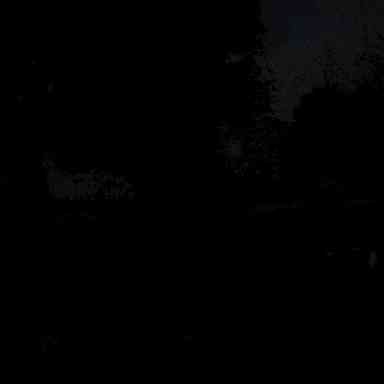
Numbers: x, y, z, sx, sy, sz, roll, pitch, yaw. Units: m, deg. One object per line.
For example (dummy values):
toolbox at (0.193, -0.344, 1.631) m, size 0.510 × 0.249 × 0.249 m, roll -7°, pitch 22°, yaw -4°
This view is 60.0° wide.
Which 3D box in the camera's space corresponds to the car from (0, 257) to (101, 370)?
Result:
car at (-3.447, 1.548, 4.096) m, size 4.507 × 1.381 × 1.887 m, roll 0°, pitch 0°, yaw -36°

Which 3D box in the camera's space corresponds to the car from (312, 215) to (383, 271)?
car at (5.682, 1.479, 10.696) m, size 4.507 × 1.381 × 1.887 m, roll 0°, pitch 0°, yaw -36°
